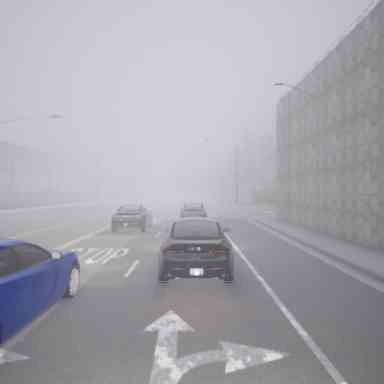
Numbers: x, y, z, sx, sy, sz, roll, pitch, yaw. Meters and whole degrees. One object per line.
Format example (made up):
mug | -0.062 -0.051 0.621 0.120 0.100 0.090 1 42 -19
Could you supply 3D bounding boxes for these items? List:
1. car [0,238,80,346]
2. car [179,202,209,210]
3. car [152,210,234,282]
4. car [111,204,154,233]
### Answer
car | -3.399 1.470 5.370 1.882 1.535 5.008 0 0 0
car | 0.101 1.460 22.947 2.128 1.511 4.902 0 0 0
car | 0.103 1.491 9.660 1.837 1.490 4.892 0 0 0
car | -3.395 1.465 19.486 2.128 1.511 4.902 0 0 0
